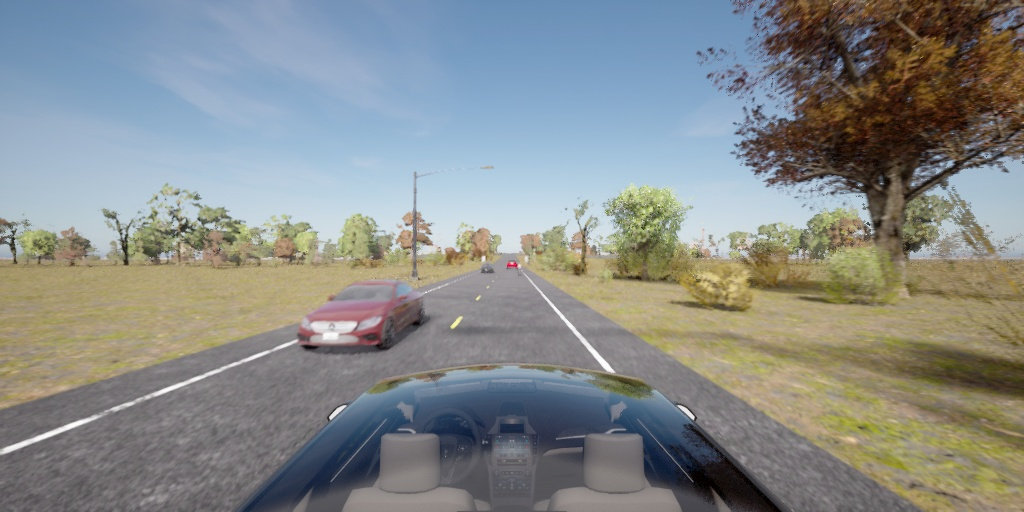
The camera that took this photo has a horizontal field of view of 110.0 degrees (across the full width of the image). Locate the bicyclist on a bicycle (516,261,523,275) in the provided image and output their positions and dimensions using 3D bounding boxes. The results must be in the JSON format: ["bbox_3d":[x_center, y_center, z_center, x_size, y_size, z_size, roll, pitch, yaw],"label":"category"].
[{"bbox_3d":[0.969,1.636,44.351,0.866,1.612,1.509,0,-1,0],"label":"bicyclist on a bicycle"}]

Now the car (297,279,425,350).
[{"bbox_3d":[-3.598,1.360,9.458,1.812,1.442,4.674,0,-1,0],"label":"car"}]

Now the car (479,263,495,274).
[{"bbox_3d":[-3.555,1.782,52.130,1.837,1.490,4.892,0,0,0],"label":"car"}]
